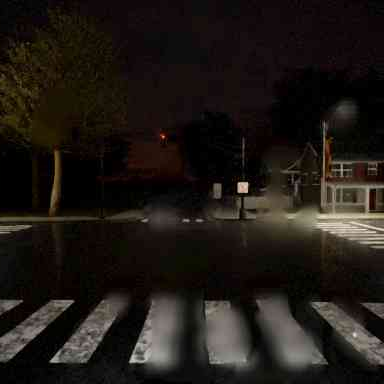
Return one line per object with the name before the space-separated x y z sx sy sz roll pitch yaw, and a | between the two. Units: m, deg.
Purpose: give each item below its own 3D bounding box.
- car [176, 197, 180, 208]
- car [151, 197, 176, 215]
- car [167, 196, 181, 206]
car | -2.914 1.462 44.097 1.837 1.490 4.892 0 0 0
car | -2.958 1.449 33.795 1.882 1.535 5.008 0 0 0
car | -2.865 1.487 54.726 2.033 1.411 5.357 0 0 0
